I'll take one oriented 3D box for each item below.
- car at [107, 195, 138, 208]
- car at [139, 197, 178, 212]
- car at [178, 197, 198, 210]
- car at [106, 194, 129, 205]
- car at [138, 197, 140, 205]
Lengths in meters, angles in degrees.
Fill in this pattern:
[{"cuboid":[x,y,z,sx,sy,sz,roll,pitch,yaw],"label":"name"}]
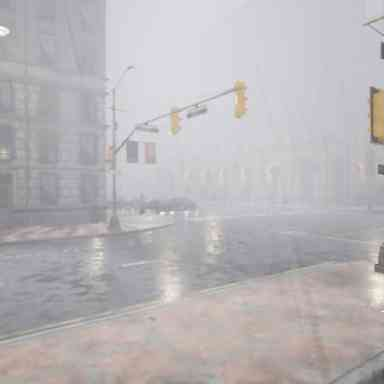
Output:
[{"cuboid":[-9.791,1.485,46.136,1.895,1.301,4.718,0,0,-35],"label":"car"},{"cuboid":[-3.849,1.447,37.842,1.994,1.385,4.181,0,0,-36],"label":"car"},{"cuboid":[-1.289,1.366,40.275,1.837,1.490,4.892,0,0,-36],"label":"car"},{"cuboid":[-12.658,1.214,56.301,2.097,1.767,4.553,0,0,-35],"label":"car"},{"cuboid":[-6.974,1.409,48.221,2.033,1.411,5.357,0,0,-35],"label":"car"}]
